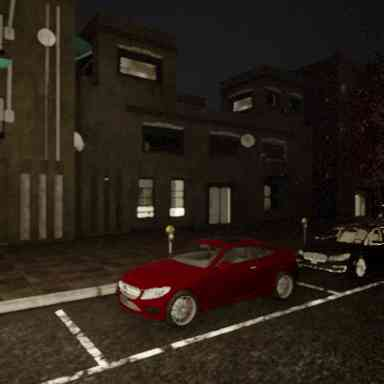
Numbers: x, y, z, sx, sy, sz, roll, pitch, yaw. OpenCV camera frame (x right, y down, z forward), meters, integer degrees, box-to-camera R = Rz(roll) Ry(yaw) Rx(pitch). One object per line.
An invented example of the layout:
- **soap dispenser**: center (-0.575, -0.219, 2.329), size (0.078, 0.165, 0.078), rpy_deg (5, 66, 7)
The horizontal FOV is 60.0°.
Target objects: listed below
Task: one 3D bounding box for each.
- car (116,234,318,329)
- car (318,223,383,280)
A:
- **car**: center (0.535, 1.627, 6.947), size (4.206, 1.307, 1.802), rpy_deg (1, -1, -36)
- **car**: center (5.050, 1.653, 10.173), size (4.403, 1.369, 2.008), rpy_deg (1, -1, -36)
